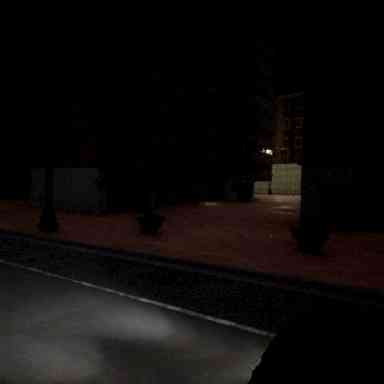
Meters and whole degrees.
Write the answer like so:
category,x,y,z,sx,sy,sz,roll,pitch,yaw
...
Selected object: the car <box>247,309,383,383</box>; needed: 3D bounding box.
category,x,y,z,sx,sy,sz,roll,pitch,yaw
car,2.718,1.616,2.061,4.718,1.301,1.895,1,1,35
